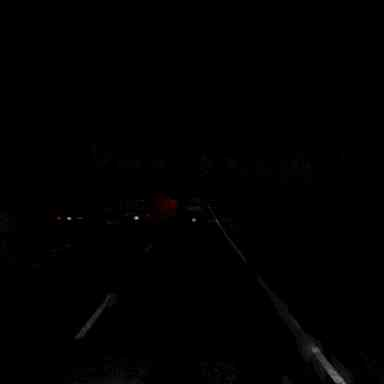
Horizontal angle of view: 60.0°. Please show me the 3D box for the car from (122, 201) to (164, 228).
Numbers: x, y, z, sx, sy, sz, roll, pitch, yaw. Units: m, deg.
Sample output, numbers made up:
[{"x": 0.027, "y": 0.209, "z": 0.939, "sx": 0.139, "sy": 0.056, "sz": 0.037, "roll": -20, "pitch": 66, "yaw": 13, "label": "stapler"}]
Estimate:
[{"x": -3.329, "y": 1.565, "z": 22.334, "sx": 1.994, "sy": 1.385, "sz": 4.181, "roll": 0, "pitch": 0, "yaw": 2, "label": "car"}]

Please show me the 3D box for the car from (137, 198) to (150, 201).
[{"x": -6.249, "y": 1.528, "z": 43.295, "sx": 1.812, "sy": 1.442, "sz": 4.674, "roll": 0, "pitch": 0, "yaw": 2, "label": "car"}]

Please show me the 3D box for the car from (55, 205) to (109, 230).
[{"x": -6.857, "y": 1.549, "z": 21.256, "sx": 2.033, "sy": 1.411, "sz": 5.357, "roll": 0, "pitch": 0, "yaw": 2, "label": "car"}]

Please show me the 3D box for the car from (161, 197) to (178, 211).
[{"x": -2.801, "y": 1.353, "z": 41.390, "sx": 2.097, "sy": 1.767, "sz": 4.553, "roll": 0, "pitch": 0, "yaw": 2, "label": "car"}]

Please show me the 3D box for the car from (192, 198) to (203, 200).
[{"x": 0.790, "y": 1.479, "z": 44.530, "sx": 1.882, "sy": 1.535, "sz": 5.008, "roll": 0, "pitch": 0, "yaw": 2, "label": "car"}]

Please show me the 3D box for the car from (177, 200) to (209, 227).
[{"x": 0.186, "y": 1.526, "z": 22.621, "sx": 1.812, "sy": 1.442, "sz": 4.674, "roll": 0, "pitch": 0, "yaw": 2, "label": "car"}]
